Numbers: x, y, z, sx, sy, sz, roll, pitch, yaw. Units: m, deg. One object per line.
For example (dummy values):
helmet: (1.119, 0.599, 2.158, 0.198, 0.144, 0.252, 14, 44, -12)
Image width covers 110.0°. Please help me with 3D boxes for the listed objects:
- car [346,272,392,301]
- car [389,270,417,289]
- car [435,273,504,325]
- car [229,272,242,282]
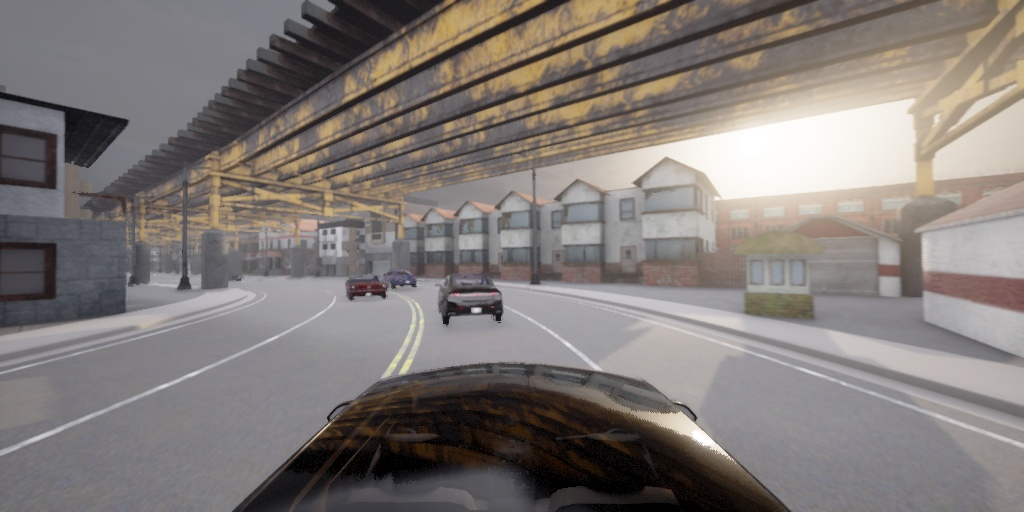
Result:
car: (-8.113, 1.670, 19.871, 1.895, 1.301, 4.718, 0, -2, -26)
car: (-9.039, 1.810, 28.443, 1.812, 1.442, 4.674, 0, -2, -35)
car: (-1.566, 1.343, 12.369, 2.128, 1.511, 4.902, 0, -1, -14)
car: (-37.718, 2.769, 47.759, 4.181, 1.385, 1.994, -2, -1, 36)
